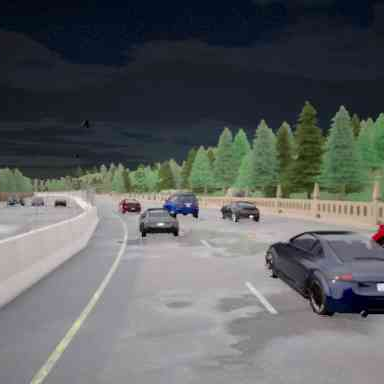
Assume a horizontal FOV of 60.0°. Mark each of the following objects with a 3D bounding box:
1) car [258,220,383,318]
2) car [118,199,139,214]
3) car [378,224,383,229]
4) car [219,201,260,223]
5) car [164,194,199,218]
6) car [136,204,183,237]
[{"bbox_3d":[3.102,1.552,7.516,1.994,1.385,4.181,0,0,-4],"label":"car"},{"bbox_3d":[-6.684,1.505,35.431,1.882,1.535,5.008,0,0,-19],"label":"car"},{"bbox_3d":[6.636,1.196,7.655,2.150,2.045,5.566,0,0,-4],"label":"car"},{"bbox_3d":[3.600,1.492,25.777,1.837,1.490,4.892,0,0,-14],"label":"car"},{"bbox_3d":[-1.055,1.227,29.636,2.150,2.045,5.566,0,0,-17],"label":"car"},{"bbox_3d":[-1.921,1.572,18.426,1.994,1.385,4.181,0,0,-11],"label":"car"}]
